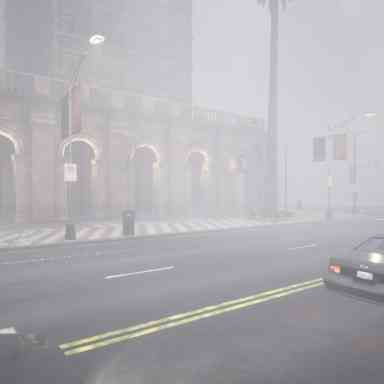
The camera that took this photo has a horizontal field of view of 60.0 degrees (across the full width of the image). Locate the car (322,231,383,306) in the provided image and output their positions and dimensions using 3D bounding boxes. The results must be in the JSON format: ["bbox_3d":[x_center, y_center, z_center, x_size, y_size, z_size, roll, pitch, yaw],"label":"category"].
[{"bbox_3d":[5.156,1.547,7.451,5.357,1.411,2.033,0,0,-35],"label":"car"}]

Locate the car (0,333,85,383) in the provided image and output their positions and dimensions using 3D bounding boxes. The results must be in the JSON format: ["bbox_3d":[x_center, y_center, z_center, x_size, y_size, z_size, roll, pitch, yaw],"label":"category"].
[{"bbox_3d":[-3.179,1.547,1.473,5.357,1.411,2.033,0,0,-36],"label":"car"}]
